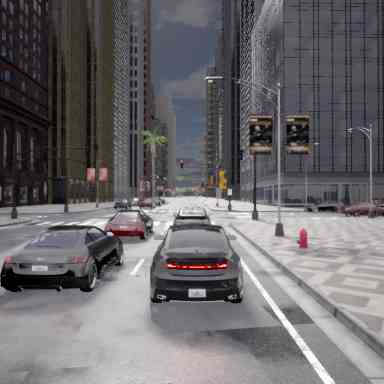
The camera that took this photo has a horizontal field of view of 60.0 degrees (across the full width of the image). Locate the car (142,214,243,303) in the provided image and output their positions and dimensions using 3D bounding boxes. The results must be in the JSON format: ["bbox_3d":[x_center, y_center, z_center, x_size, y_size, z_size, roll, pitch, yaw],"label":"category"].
[{"bbox_3d":[0.089,1.515,8.204,1.837,1.490,4.892,0,0,0],"label":"car"}]

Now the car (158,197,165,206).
[{"bbox_3d":[-6.656,1.652,60.074,2.097,1.767,4.553,0,0,0],"label":"car"}]

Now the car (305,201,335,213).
[{"bbox_3d":[15.131,1.660,37.771,4.313,1.339,1.947,0,0,-1],"label":"car"}]

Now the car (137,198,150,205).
[{"bbox_3d":[-9.852,1.923,67.748,1.994,1.385,4.181,0,0,1],"label":"car"}]

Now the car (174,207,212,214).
[{"bbox_3d":[0.025,1.529,17.526,2.128,1.511,4.902,0,0,0],"label":"car"}]

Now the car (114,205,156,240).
[{"bbox_3d":[-3.174,1.601,17.379,1.994,1.385,4.181,0,0,0],"label":"car"}]

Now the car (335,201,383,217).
[{"bbox_3d":[15.274,1.576,29.247,4.206,1.307,1.802,0,0,-1],"label":"car"}]

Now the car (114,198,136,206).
[{"bbox_3d":[-9.918,1.765,48.307,2.033,1.411,5.357,0,0,0],"label":"car"}]

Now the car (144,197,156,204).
[{"bbox_3d":[-9.863,1.986,78.342,2.033,1.411,5.357,0,0,0],"label":"car"}]

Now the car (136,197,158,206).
[{"bbox_3d":[-6.667,1.706,50.037,1.882,1.535,5.008,0,0,0],"label":"car"}]

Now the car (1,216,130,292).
[{"bbox_3d":[-3.168,1.576,8.979,1.994,1.385,4.181,0,0,1],"label":"car"}]

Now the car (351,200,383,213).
[{"bbox_3d":[20.771,1.641,37.867,4.313,1.339,1.947,0,0,-1],"label":"car"}]

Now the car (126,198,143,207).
[{"bbox_3d":[-9.915,1.775,57.862,2.128,1.511,4.902,0,0,0],"label":"car"}]
